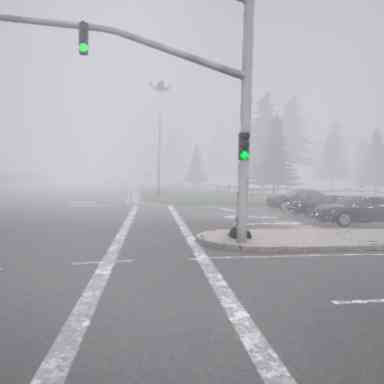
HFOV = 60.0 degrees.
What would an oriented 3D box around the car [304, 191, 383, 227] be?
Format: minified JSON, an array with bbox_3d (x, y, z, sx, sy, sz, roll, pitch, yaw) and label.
[{"bbox_3d":[8.679,0.930,17.218,4.892,1.490,1.837,1,3,-11],"label":"car"}]

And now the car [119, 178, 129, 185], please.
[{"bbox_3d":[-15.740,-2.403,77.148,2.033,1.411,5.357,1,3,-10],"label":"car"}]

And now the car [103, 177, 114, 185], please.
[{"bbox_3d":[-19.068,-2.618,75.880,2.097,1.767,4.553,1,3,-10],"label":"car"}]

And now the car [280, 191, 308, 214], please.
[{"bbox_3d":[8.315,0.858,20.711,4.718,1.301,1.895,1,3,-11],"label":"car"}]

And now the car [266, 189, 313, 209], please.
[{"bbox_3d":[7.860,0.565,24.178,5.008,1.535,1.882,1,3,-11],"label":"car"}]

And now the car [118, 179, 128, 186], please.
[{"bbox_3d":[-14.135,-1.981,67.932,1.837,1.490,4.892,1,3,-10],"label":"car"}]
